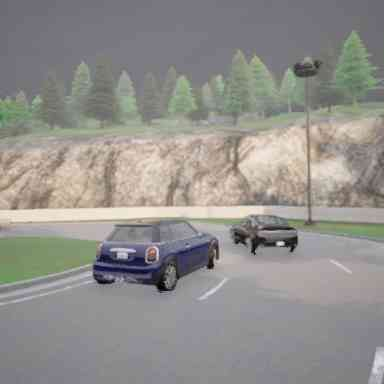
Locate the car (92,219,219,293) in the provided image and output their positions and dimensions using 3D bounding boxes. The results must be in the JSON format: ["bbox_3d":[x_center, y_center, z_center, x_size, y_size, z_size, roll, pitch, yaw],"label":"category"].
[{"bbox_3d":[-0.801,1.566,9.895,2.097,1.767,4.553,-2,-1,24],"label":"car"}]

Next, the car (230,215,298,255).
[{"bbox_3d":[3.006,1.751,14.759,2.128,1.511,4.902,0,-1,-6],"label":"car"}]

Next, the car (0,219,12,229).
[{"bbox_3d":[-16.043,2.309,24.611,4.718,1.301,1.895,0,-1,-24],"label":"car"}]
